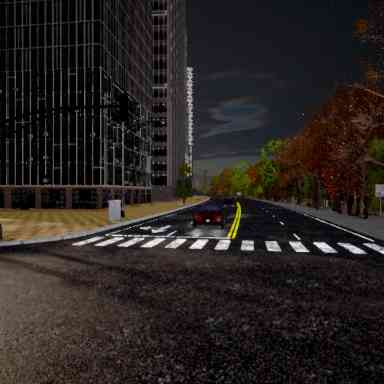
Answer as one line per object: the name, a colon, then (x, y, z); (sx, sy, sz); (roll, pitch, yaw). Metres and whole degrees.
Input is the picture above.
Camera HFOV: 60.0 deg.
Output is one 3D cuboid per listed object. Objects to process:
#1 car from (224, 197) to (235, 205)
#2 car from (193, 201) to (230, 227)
car: (6.621, 1.531, 58.918); (1.994, 1.385, 4.181); (0, 0, 7)
car: (1.287, 1.573, 22.505); (1.994, 1.385, 4.181); (0, 0, 9)
